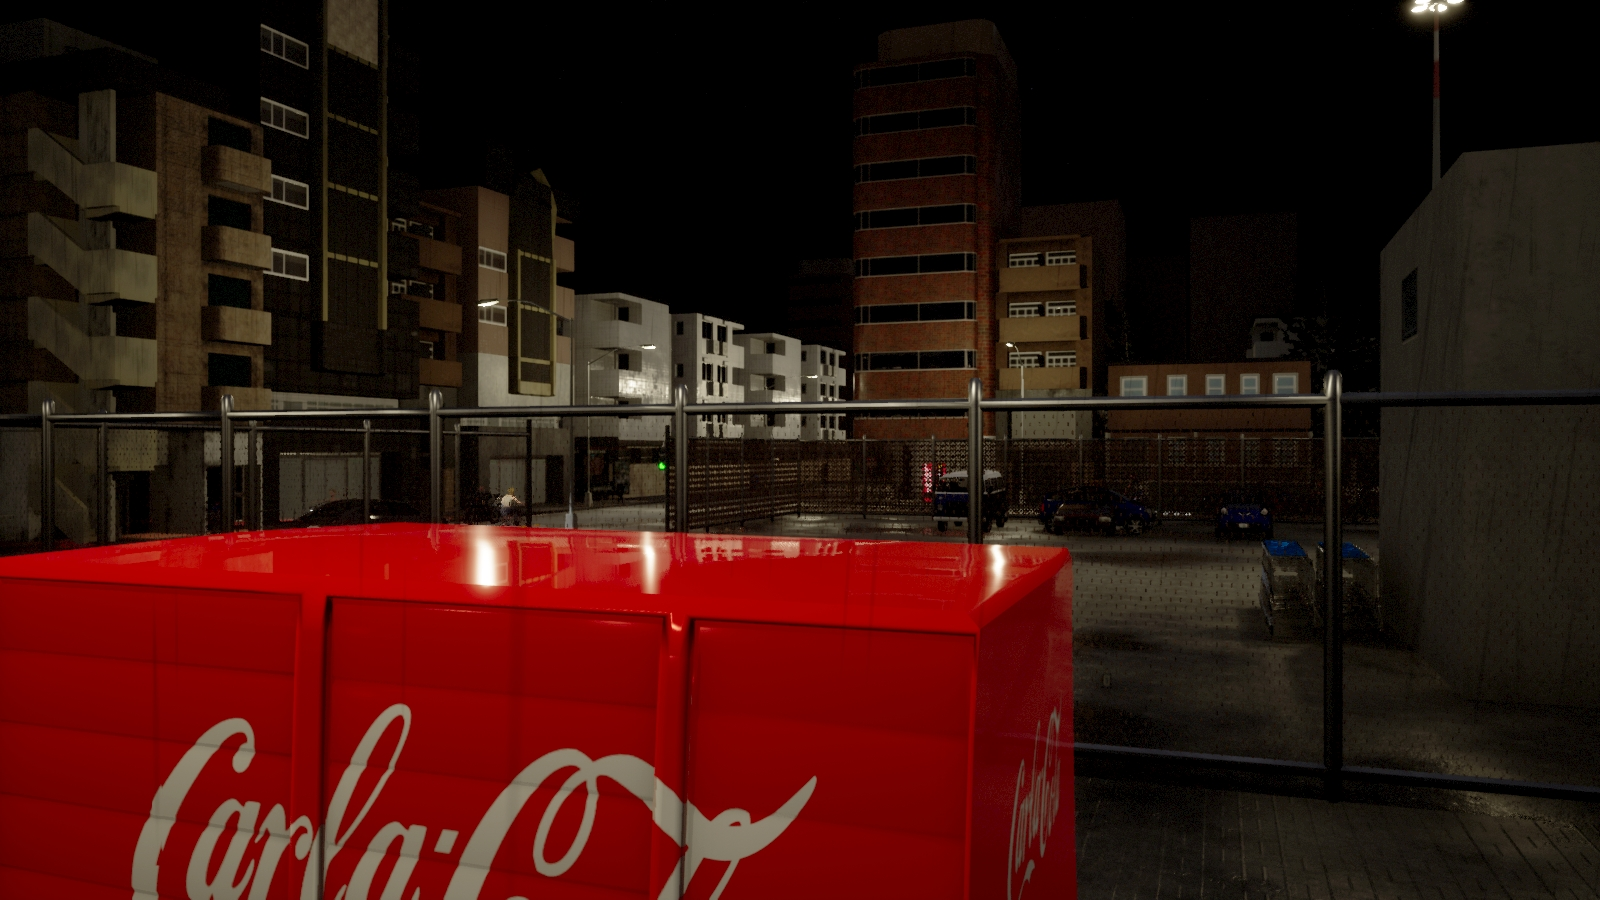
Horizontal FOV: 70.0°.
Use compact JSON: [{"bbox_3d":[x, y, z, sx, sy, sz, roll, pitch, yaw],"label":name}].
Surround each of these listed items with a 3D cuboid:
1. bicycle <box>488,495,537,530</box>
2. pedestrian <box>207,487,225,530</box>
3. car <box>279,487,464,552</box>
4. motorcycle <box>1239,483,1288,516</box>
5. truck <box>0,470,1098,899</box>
[{"bbox_3d":[-9.445,2.045,37.592,0.859,1.080,1.487,0,0,20],"label":"bicycle"},{"bbox_3d":[-18.042,1.815,35.297,0.375,1.300,0.375,0,0,40],"label":"pedestrian"},{"bbox_3d":[-11.706,1.851,31.605,2.163,1.488,4.792,0,0,20],"label":"car"},{"bbox_3d":[18.400,1.962,45.402,1.805,1.236,0.856,0,0,20],"label":"motorcycle"},{"bbox_3d":[-1.648,1.349,4.450,5.204,2.467,2.627,0,0,20],"label":"truck"}]
